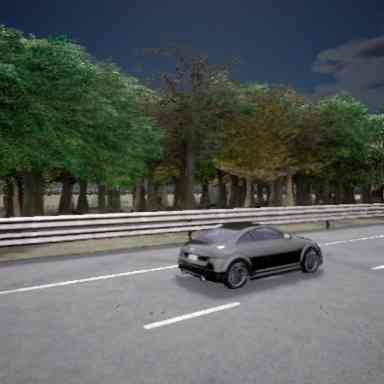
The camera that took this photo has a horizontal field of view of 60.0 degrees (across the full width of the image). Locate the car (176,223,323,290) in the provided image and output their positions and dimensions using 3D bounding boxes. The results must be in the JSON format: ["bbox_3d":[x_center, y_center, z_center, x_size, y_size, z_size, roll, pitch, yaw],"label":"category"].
[{"bbox_3d":[1.668,1.542,9.135,4.181,1.385,1.994,0,0,-34],"label":"car"}]
